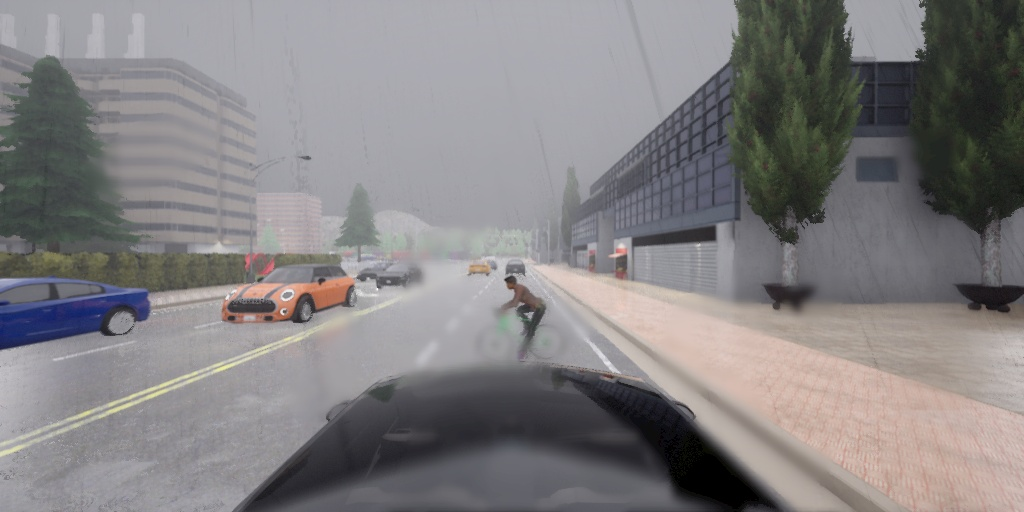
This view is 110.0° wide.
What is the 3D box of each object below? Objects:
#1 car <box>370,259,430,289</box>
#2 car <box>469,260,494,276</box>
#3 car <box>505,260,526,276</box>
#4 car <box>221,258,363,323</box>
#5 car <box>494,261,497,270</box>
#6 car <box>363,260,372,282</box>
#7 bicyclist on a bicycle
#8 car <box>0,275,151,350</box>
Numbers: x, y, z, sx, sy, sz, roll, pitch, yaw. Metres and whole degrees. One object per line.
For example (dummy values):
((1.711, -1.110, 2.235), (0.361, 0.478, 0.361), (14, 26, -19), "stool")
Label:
((-6.941, 1.179, 22.750), (1.882, 1.535, 5.008), (0, 0, 1), "car")
((-3.155, 1.151, 35.910), (1.882, 1.535, 5.008), (0, 0, 1), "car")
((0.348, 1.152, 35.823), (1.882, 1.535, 5.008), (0, 0, 0), "car")
((-7.035, 1.077, 11.880), (2.097, 1.767, 4.553), (0, 0, 0), "car")
((-3.059, 1.208, 48.769), (1.994, 1.385, 4.181), (0, 0, 0), "car")
((-10.379, 1.235, 28.614), (2.033, 1.411, 5.357), (0, 0, 0), "car")
((0.163, 1.184, 6.720), (1.656, 1.620, 0.582), (-2, 0, 0), "bicyclist on a bicycle")
((-10.570, 1.213, 7.414), (1.882, 1.535, 5.008), (0, 0, 0), "car")
